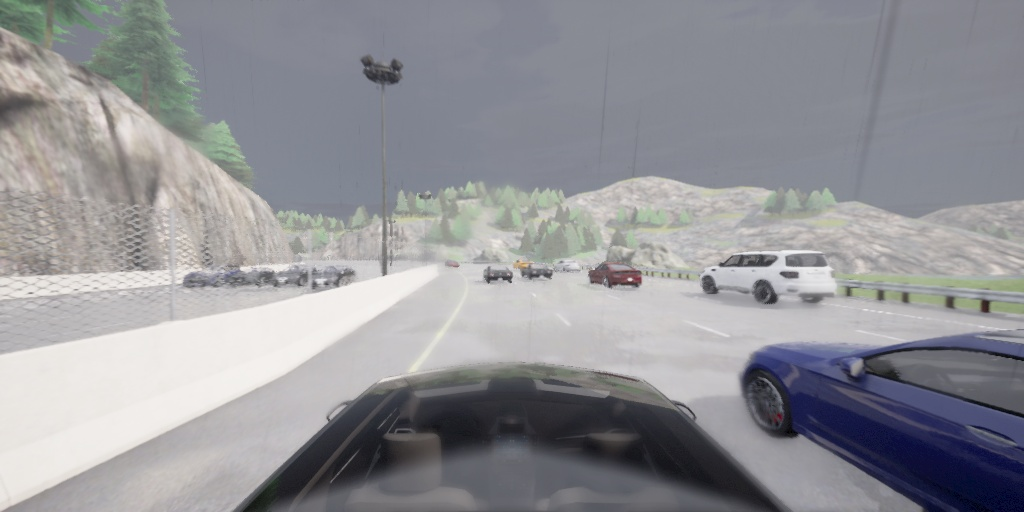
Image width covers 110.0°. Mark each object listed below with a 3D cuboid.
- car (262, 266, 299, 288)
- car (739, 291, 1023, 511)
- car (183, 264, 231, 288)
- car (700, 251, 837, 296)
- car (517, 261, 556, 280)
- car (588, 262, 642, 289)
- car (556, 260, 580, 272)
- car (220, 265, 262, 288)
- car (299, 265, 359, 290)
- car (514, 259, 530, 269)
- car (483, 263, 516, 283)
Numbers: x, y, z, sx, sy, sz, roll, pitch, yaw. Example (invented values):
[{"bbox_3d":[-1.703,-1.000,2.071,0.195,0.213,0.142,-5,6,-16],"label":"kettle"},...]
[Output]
[{"bbox_3d":[-15.685,1.441,26.407,2.128,1.511,4.902,-1,0,-7],"label":"car"},{"bbox_3d":[3.681,1.227,2.390,1.812,1.442,4.674,0,0,-1],"label":"car"},{"bbox_3d":[-22.908,1.448,27.789,2.097,1.767,4.553,-1,0,-9],"label":"car"},{"bbox_3d":[10.427,0.828,15.198,2.150,2.045,5.566,0,0,-5],"label":"car"},{"bbox_3d":[1.984,1.314,30.540,1.895,1.301,4.718,-1,0,-10],"label":"car"},{"bbox_3d":[6.200,1.138,22.170,1.882,1.535,5.008,0,0,-7],"label":"car"},{"bbox_3d":[6.538,1.174,42.755,1.812,1.442,4.674,0,0,-13],"label":"car"},{"bbox_3d":[-19.274,1.560,26.953,1.994,1.385,4.181,-1,0,-8],"label":"car"},{"bbox_3d":[-11.921,1.391,24.241,2.128,1.511,4.902,-1,0,-6],"label":"car"},{"bbox_3d":[1.472,1.190,49.276,1.882,1.535,5.008,0,0,-15],"label":"car"},{"bbox_3d":[-1.193,1.356,27.663,1.895,1.301,4.718,-1,0,-9],"label":"car"}]
